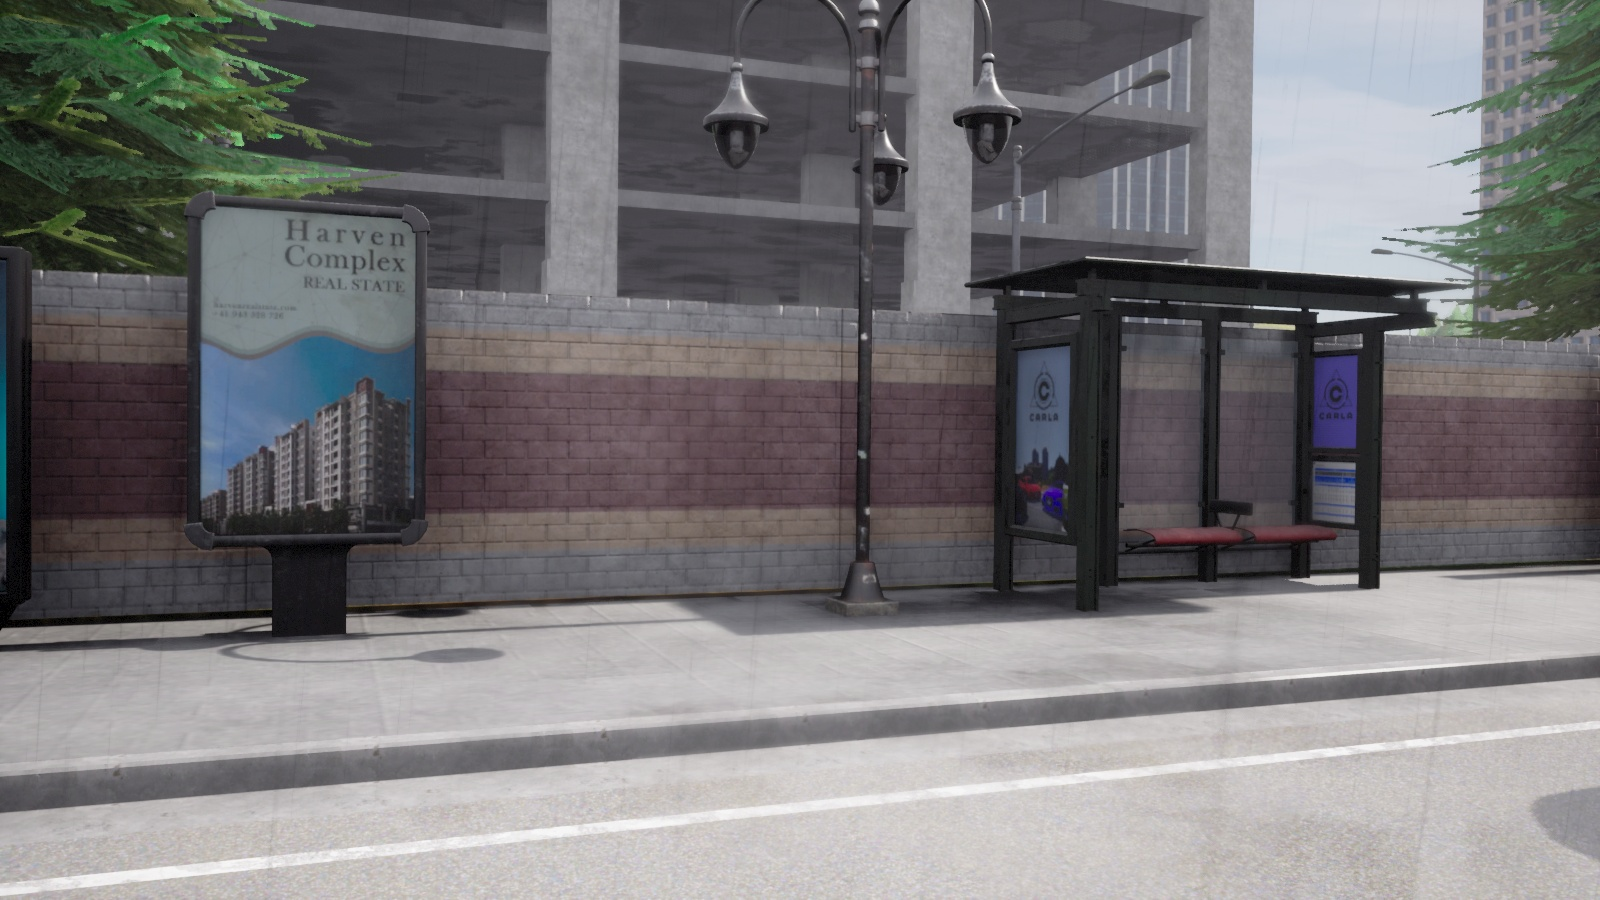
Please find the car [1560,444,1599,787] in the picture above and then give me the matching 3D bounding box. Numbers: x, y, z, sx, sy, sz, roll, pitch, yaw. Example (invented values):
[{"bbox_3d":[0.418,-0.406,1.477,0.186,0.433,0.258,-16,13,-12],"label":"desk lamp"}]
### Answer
[{"bbox_3d":[5.813,0.672,5.449,4.674,1.442,1.812,-1,1,-21],"label":"car"}]
